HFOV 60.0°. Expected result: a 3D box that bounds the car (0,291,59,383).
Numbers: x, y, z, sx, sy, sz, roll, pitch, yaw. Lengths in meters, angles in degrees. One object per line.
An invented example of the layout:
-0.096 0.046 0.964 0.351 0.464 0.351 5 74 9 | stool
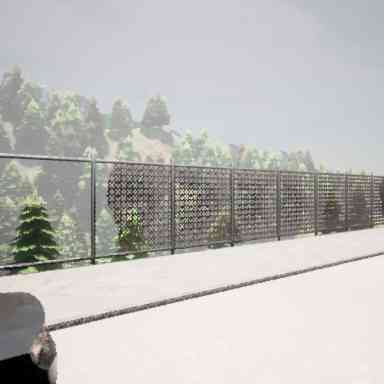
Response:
-3.438 1.491 2.022 4.902 1.511 2.128 0 0 -36 | car
